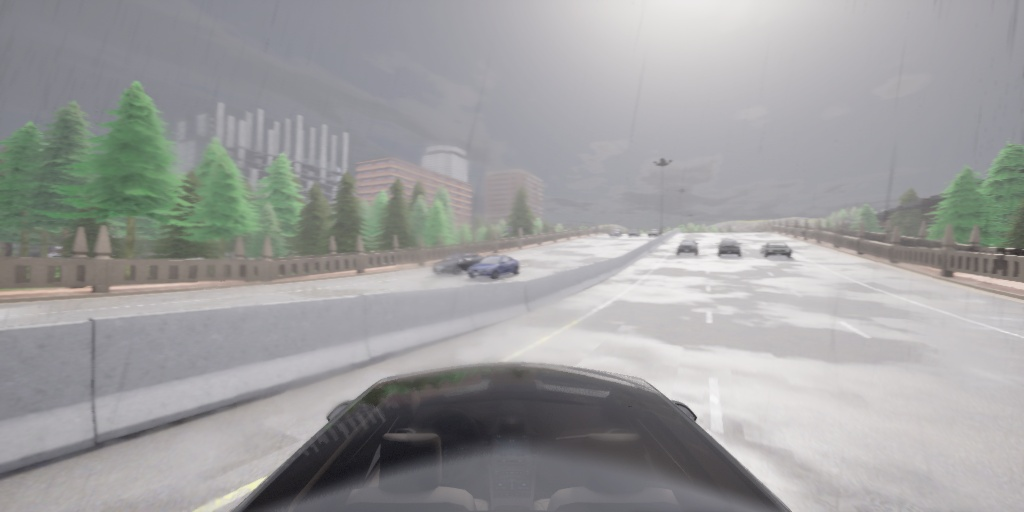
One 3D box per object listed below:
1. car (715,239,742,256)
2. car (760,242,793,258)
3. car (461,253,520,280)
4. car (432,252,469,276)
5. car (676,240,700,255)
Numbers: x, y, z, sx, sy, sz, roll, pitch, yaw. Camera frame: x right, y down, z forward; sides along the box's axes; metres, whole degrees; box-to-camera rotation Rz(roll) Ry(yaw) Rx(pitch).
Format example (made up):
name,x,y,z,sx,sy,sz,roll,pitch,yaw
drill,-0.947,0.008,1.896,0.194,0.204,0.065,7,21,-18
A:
name,x,y,z,sx,sy,sz,roll,pitch,yaw
car,20.665,-0.853,34.217,1.837,1.490,4.892,1,7,29
car,23.359,-0.612,31.860,1.895,1.301,4.718,1,6,29
car,-1.058,0.680,23.775,1.812,1.442,4.674,1,4,29
car,-3.754,0.529,26.136,2.128,1.511,4.902,1,4,29
car,17.776,-0.940,36.226,1.812,1.442,4.674,1,7,29
